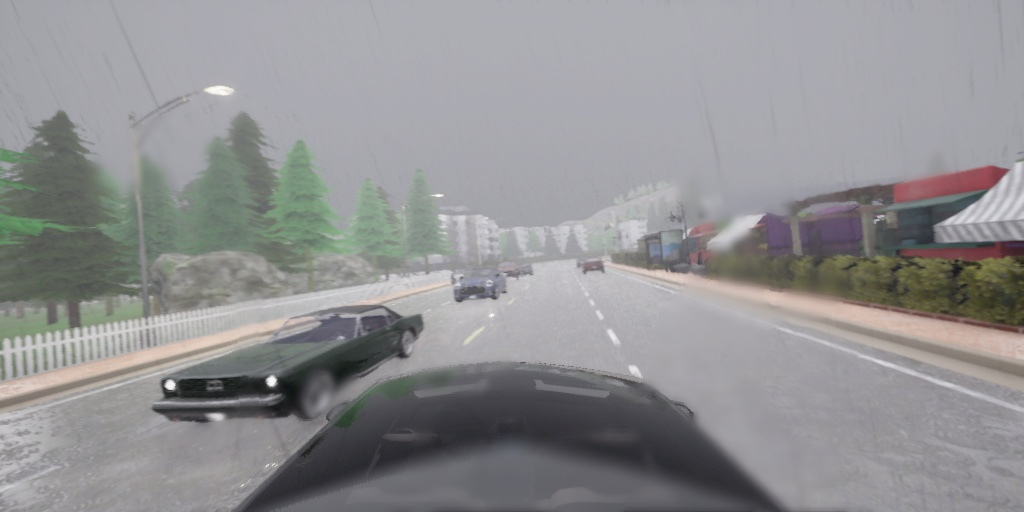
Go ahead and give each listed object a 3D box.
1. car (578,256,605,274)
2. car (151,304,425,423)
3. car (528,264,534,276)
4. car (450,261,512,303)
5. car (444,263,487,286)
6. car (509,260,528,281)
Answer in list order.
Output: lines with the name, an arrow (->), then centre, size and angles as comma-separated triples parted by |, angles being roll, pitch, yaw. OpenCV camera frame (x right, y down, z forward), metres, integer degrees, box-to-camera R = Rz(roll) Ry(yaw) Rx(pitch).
car -> 7.665, 0.831, 34.293 | 1.882, 1.535, 5.008 | -5, -1, 8
car -> -3.343, 1.660, 6.590 | 1.895, 1.301, 4.718 | -5, 0, 8
car -> 1.272, 1.489, 39.042 | 1.994, 1.385, 4.181 | -5, -1, 8
car -> -1.602, 1.364, 19.178 | 2.097, 1.767, 4.553 | -5, -1, 8
car -> -3.643, 1.437, 29.207 | 2.128, 1.511, 4.902 | -5, 0, 8
car -> -0.193, 1.097, 28.724 | 1.882, 1.535, 5.008 | -5, 0, 8
